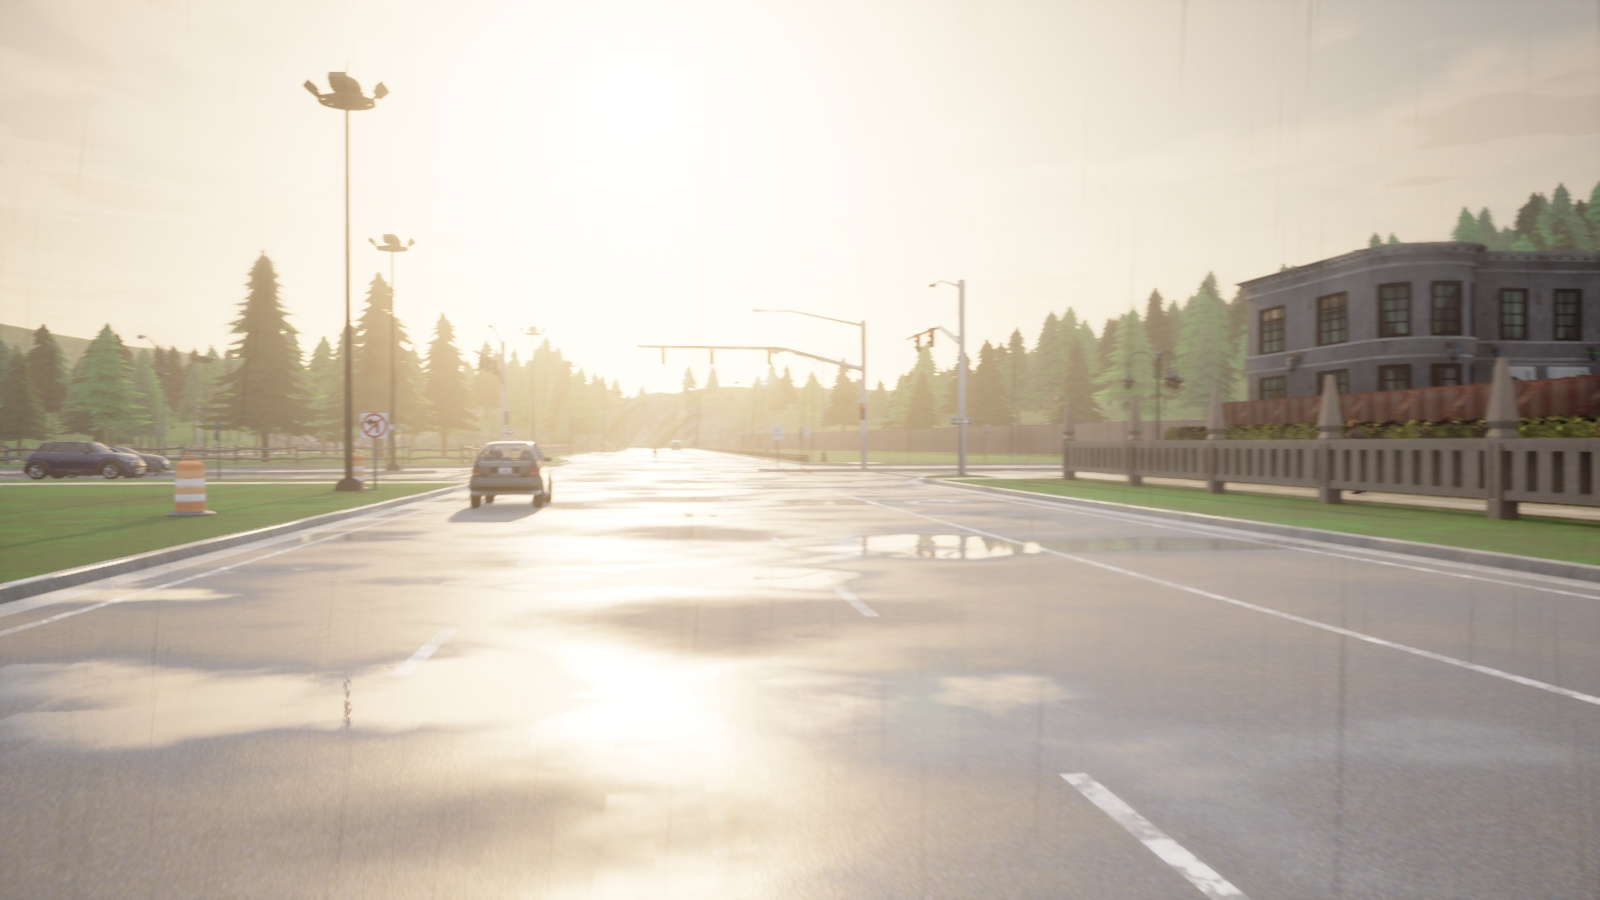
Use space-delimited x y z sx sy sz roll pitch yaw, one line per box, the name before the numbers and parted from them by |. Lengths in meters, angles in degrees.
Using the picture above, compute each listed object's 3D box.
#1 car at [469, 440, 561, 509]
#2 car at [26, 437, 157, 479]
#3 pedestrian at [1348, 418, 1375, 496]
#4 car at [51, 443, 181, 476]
car | -6.835 0.559 30.444 1.789 1.549 3.705 0 0 -6
car | -31.021 0.339 55.109 4.553 1.767 2.097 0 0 -6
pedestrian | 13.403 0.164 29.962 0.331 1.846 0.634 0 0 -3
car | -31.818 0.418 58.547 4.902 1.511 2.128 0 0 -6
